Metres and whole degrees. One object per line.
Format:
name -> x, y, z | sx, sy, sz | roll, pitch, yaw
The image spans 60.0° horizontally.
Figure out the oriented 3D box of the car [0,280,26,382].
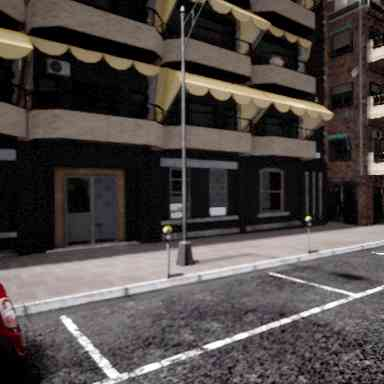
car -> -4.009, 1.439, 3.252 | 4.097, 1.590, 1.967 | 0, -1, -35
